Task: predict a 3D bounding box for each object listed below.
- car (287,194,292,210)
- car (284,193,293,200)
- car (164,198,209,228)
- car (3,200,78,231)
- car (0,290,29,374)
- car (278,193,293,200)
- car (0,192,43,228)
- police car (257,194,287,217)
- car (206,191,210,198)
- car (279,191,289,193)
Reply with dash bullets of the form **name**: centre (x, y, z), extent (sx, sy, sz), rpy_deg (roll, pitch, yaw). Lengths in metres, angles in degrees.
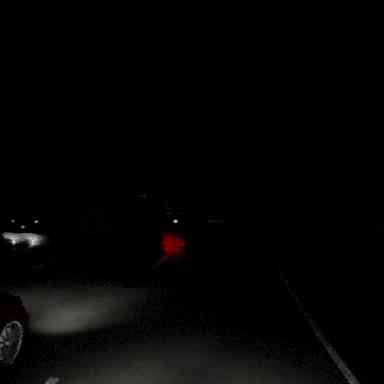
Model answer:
- **car**: centre (10.186, 1.277, 38.459), extent (1.837, 1.490, 4.892), rpy_deg (0, 0, 19)
- **car**: centre (22.388, 1.000, 76.840), extent (1.812, 1.442, 4.674), rpy_deg (0, 0, 19)
- **car**: centre (-0.294, 1.363, 20.864), extent (1.837, 1.490, 4.892), rpy_deg (0, 0, 15)
- **car**: centre (-8.080, 1.391, 19.622), extent (2.033, 1.411, 5.357), rpy_deg (0, 0, 13)
- **car**: centre (-3.187, 1.498, 2.591), extent (1.812, 1.442, 4.674), rpy_deg (0, 0, 2)
- **car**: centre (12.169, 1.266, 44.123), extent (1.812, 1.442, 4.674), rpy_deg (0, 0, 19)
- **car**: centre (-11.437, 1.049, 20.513), extent (2.150, 2.045, 5.566), rpy_deg (0, 0, 13)
- **police car**: centre (6.921, 1.250, 29.124), extent (1.930, 1.638, 5.238), rpy_deg (0, 0, 19)
- **car**: centre (2.074, 0.819, 60.933), extent (2.150, 2.045, 5.566), rpy_deg (0, 0, 20)
- **car**: centre (17.144, 0.858, 61.903), extent (2.150, 2.045, 5.566), rpy_deg (0, 0, 19)
